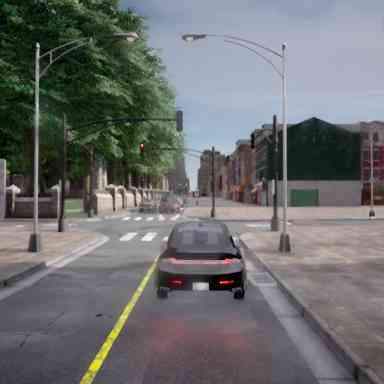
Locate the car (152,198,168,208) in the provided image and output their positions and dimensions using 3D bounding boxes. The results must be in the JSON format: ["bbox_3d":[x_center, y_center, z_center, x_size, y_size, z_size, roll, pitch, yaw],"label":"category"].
[{"bbox_3d":[-4.775,1.608,50.016,1.947,1.339,4.313,1,0,0],"label":"car"}]

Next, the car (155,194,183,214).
[{"bbox_3d":[-2.320,1.373,35.020,2.097,1.767,4.553,0,0,-1],"label":"car"}]

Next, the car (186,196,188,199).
[{"bbox_3d":[-2.078,1.576,65.751,2.128,1.511,4.902,0,0,1],"label":"car"}]

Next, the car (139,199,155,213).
[{"bbox_3d":[-4.889,1.573,37.431,2.008,1.369,4.403,1,0,0],"label":"car"}]

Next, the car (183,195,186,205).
[{"bbox_3d":[-2.239,1.568,49.782,1.812,1.442,4.674,0,0,0],"label":"car"}]

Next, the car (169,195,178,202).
[{"bbox_3d":[-4.548,1.593,82.717,1.967,1.590,4.097,1,0,0],"label":"car"}]

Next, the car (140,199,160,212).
[{"bbox_3d":[-4.899,1.551,39.405,1.752,1.417,4.829,1,0,0],"label":"car"}]

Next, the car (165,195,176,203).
[{"bbox_3d":[-4.623,1.546,71.817,1.967,1.590,4.097,1,0,0],"label":"car"}]

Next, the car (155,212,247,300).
[{"bbox_3d":[0.213,1.493,8.419,2.128,1.511,4.902,0,0,1],"label":"car"}]

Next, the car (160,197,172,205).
[{"bbox_3d":[-4.701,1.651,60.916,1.802,1.307,4.206,1,0,0],"label":"car"}]

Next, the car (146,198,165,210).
[{"bbox_3d":[-4.813,1.583,44.566,2.008,1.369,4.403,1,0,0],"label":"car"}]

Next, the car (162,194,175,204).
[{"bbox_3d":[-4.658,1.401,66.367,2.192,1.841,5.009,1,0,0],"label":"car"}]

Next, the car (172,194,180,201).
[{"bbox_3d":[-4.471,1.525,93.618,2.192,1.841,5.009,1,0,0],"label":"car"}]

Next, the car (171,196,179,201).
[{"bbox_3d":[-4.514,1.705,87.997,1.752,1.417,4.829,1,0,0],"label":"car"}]
